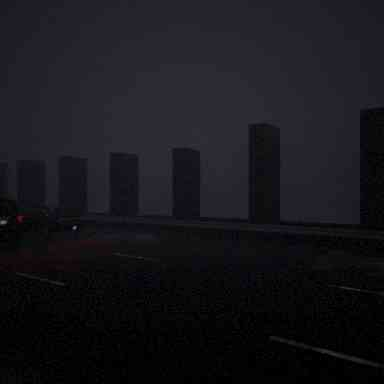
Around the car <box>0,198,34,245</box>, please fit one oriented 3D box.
[{"bbox_3d":[-9.499,1.255,14.121,5.566,2.045,2.150,0,0,31],"label":"car"}]

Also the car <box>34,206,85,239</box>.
[{"bbox_3d":[-7.686,1.492,17.114,4.902,1.511,2.128,0,0,31],"label":"car"}]
